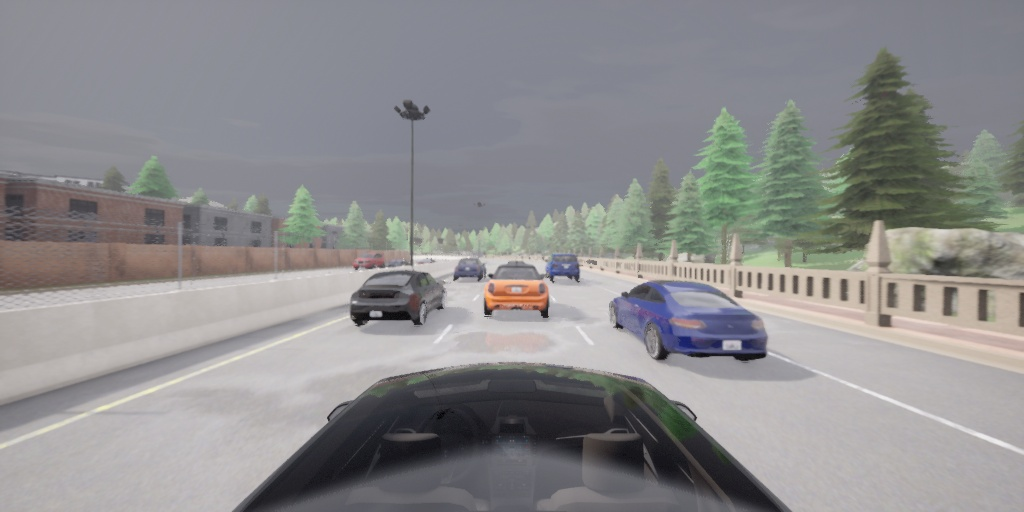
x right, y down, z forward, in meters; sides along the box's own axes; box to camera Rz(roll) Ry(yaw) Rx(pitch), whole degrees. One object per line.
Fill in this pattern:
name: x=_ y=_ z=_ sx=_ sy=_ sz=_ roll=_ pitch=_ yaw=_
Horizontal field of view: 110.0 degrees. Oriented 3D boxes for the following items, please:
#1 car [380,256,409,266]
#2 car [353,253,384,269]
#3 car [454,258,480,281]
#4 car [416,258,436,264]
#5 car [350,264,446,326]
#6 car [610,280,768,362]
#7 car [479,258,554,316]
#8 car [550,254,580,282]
car: x=-13.750 y=1.015 z=43.121 sx=1.994 sy=1.385 sz=4.181 roll=0 pitch=0 yaw=1
car: x=-17.241 y=0.654 z=43.683 sx=2.150 sy=2.045 sz=5.566 roll=0 pitch=0 yaw=1
car: x=-3.209 y=0.940 z=28.193 sx=2.097 sy=1.767 sz=4.553 roll=0 pitch=0 yaw=1
car: x=-10.253 y=0.996 z=42.998 sx=1.812 sy=1.442 sz=4.674 roll=0 pitch=0 yaw=1
car: x=-3.356 y=1.185 z=11.358 sx=1.837 sy=1.490 sz=4.892 roll=0 pitch=0 yaw=1
car: x=3.597 y=1.259 z=8.109 sx=1.812 sy=1.442 sz=4.674 roll=0 pitch=1 yaw=1
car: x=0.164 y=1.041 z=13.130 sx=2.097 sy=1.767 sz=4.553 roll=0 pitch=0 yaw=1
car: x=3.788 y=0.850 z=27.474 sx=2.150 sy=2.045 sz=5.566 roll=0 pitch=0 yaw=1
